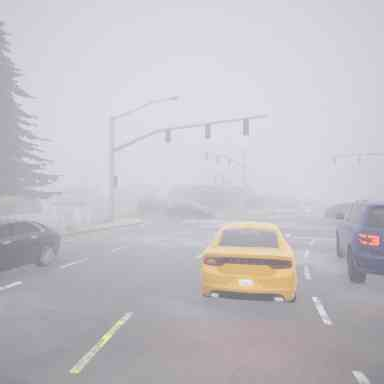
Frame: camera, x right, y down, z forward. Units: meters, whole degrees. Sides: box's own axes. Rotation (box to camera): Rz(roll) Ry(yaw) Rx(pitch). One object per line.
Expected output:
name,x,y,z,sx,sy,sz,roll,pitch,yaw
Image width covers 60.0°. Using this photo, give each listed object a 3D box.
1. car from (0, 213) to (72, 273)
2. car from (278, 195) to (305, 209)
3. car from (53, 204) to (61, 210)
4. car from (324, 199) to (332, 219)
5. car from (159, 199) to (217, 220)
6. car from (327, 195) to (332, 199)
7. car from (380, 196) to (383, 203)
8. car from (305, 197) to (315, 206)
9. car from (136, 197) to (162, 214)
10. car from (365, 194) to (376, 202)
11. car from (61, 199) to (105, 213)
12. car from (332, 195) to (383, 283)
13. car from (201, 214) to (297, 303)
car,-5.559,1.505,8.824,1.837,1.490,4.892,0,0,16
car,13.304,1.547,45.136,2.033,1.411,5.357,0,0,31
car,-15.661,1.580,42.011,4.674,1.442,1.812,0,0,32
car,12.382,1.538,24.592,4.892,1.490,1.837,0,0,32
car,-0.163,1.574,28.259,4.674,1.442,1.812,-1,0,32
car,31.520,1.522,74.756,2.128,1.511,4.902,0,0,31
car,40.442,1.540,69.221,2.033,1.411,5.357,0,0,31
car,18.654,1.525,53.873,1.812,1.442,4.674,0,0,32
car,-3.620,1.407,34.559,4.553,1.767,2.097,0,0,31
car,42.761,1.355,79.727,2.097,1.767,4.553,0,0,31
car,-11.353,1.581,35.213,4.674,1.442,1.812,0,0,32
car,5.446,1.221,9.425,2.150,2.045,5.566,0,0,19
car,1.483,1.478,8.390,1.882,1.535,5.008,0,0,12
